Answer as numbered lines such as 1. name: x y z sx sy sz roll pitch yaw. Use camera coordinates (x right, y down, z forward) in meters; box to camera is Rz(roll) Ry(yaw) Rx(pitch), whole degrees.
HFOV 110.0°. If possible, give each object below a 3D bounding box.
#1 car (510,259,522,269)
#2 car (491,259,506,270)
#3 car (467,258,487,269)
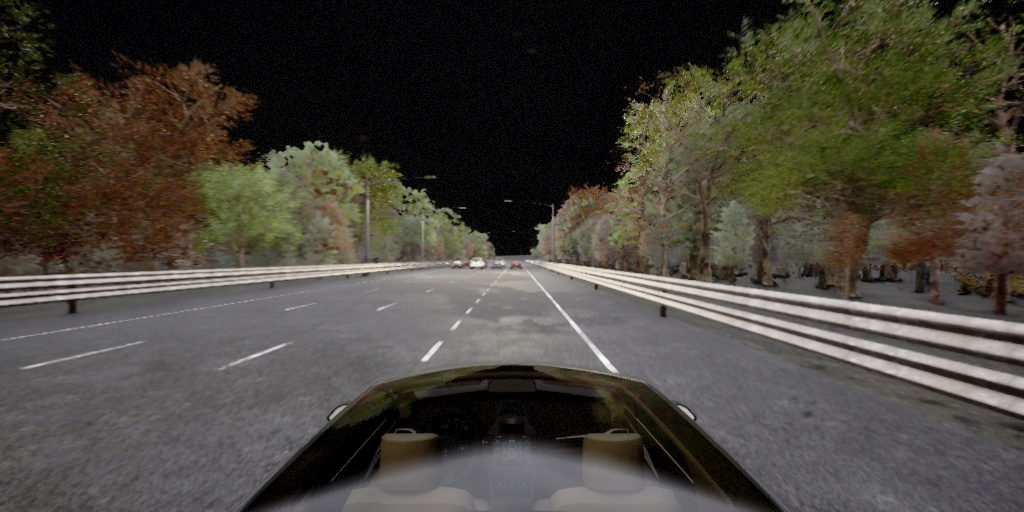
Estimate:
1. car: 0.771 1.520 65.247 2.097 1.767 4.553 0 0 1
2. car: -2.734 1.703 64.902 2.033 1.411 5.357 0 0 1
3. car: -6.232 1.372 64.978 2.150 2.045 5.566 0 0 1
